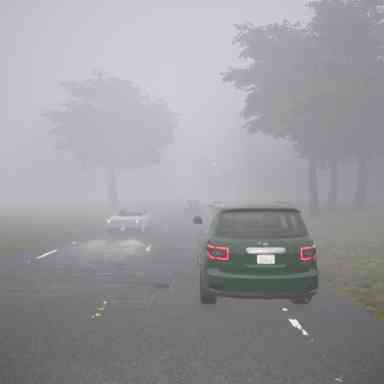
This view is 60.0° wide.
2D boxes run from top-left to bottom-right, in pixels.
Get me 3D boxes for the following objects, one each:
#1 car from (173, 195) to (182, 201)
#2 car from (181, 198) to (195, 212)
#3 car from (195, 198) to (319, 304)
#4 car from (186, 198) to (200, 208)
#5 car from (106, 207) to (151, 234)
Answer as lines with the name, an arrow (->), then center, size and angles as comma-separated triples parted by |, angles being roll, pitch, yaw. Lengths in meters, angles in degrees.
car -> -3.330, 1.449, 78.067 | 2.033, 1.411, 5.357 | 0, 0, 0
car -> 0.158, 1.516, 37.374 | 2.033, 1.411, 5.357 | 0, 0, 1
car -> 1.243, 1.221, 8.254 | 2.150, 2.045, 5.566 | 0, 0, 0
car -> 0.130, 1.555, 47.215 | 1.895, 1.301, 4.718 | 0, 0, 0
car -> -3.559, 1.590, 19.337 | 1.895, 1.301, 4.718 | 0, 0, 0
